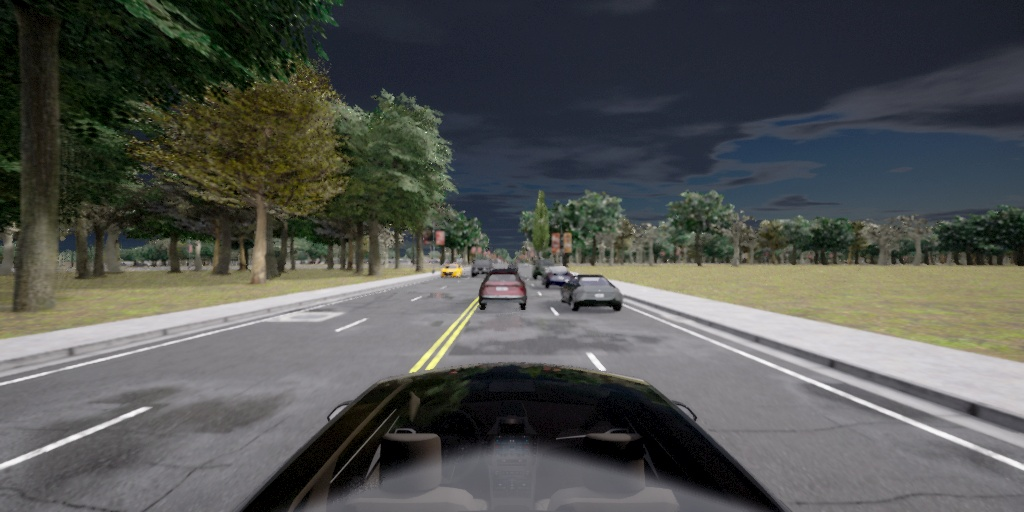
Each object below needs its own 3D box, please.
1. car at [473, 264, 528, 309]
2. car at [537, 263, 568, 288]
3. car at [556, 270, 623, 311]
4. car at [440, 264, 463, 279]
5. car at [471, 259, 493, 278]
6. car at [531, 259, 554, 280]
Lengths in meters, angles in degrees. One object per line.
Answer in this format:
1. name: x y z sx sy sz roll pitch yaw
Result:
1. car: -0.304 1.331 15.881 2.033 1.649 4.856 0 0 2
2. car: 3.255 1.517 26.365 2.163 1.488 4.792 0 -1 0
3. car: 3.253 1.458 15.335 1.994 1.385 4.181 0 -1 0
4. car: -6.587 1.636 39.493 1.882 1.535 5.008 0 -1 0
5. car: -3.338 1.392 40.588 2.150 2.045 5.566 0 -1 0
6. car: 3.257 1.355 37.368 2.150 2.045 5.566 0 -1 0
